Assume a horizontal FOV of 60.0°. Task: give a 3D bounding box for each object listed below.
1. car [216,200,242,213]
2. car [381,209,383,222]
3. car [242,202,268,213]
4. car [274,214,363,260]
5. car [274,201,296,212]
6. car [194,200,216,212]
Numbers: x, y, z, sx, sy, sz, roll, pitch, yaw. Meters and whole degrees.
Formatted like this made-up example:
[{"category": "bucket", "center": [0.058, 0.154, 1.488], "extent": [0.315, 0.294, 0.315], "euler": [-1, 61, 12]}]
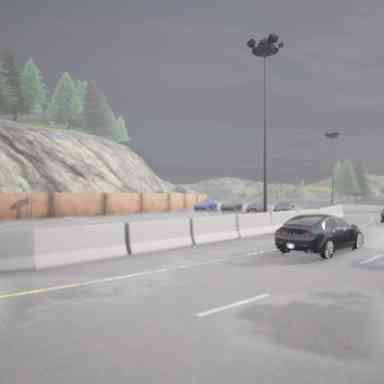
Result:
[{"category": "car", "center": [5.242, 1.852, 43.210], "extent": [1.882, 1.535, 5.008], "euler": [0, 0, 25]}, {"category": "car", "center": [17.299, 1.878, 28.419], "extent": [1.895, 1.301, 4.718], "euler": [0, -1, 32]}, {"category": "car", "center": [8.106, 1.927, 41.153], "extent": [1.994, 1.385, 4.181], "euler": [0, -1, 25]}, {"category": "car", "center": [5.135, 1.628, 13.181], "extent": [4.892, 1.490, 1.837], "euler": [1, 0, -44]}, {"category": "car", "center": [10.947, 1.857, 39.029], "extent": [1.837, 1.490, 4.892], "euler": [0, 0, 26]}, {"category": "car", "center": [1.904, 1.854, 44.316], "extent": [1.882, 1.535, 5.008], "euler": [0, 0, 25]}]
